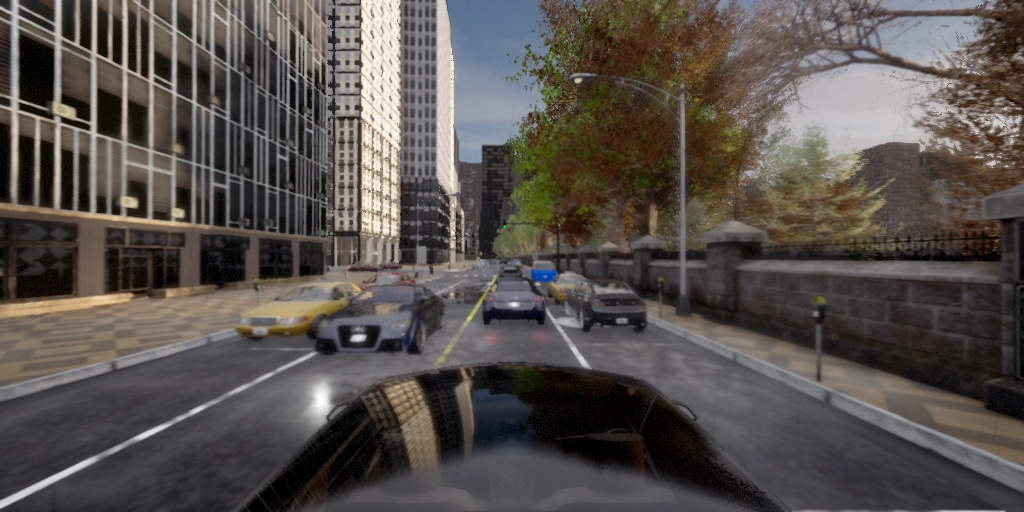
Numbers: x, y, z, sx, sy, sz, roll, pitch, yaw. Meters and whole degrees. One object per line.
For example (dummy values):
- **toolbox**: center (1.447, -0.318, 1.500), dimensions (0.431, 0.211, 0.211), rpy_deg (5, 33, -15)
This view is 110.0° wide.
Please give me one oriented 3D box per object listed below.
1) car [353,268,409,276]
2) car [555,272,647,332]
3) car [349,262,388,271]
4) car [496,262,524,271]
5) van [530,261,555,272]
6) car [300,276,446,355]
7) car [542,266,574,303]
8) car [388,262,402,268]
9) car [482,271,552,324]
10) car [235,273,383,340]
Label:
- **car**: center (-5.518, 1.406, 16.021), dimensions (1.888, 1.381, 4.507), rpy_deg (0, 0, 0)
- **car**: center (2.684, 1.371, 10.966), dimensions (2.007, 1.370, 4.403), rpy_deg (0, 0, 0)
- **car**: center (-18.618, 1.486, 45.870), dimensions (4.207, 1.307, 1.802), rpy_deg (0, 0, 3)
- **car**: center (-0.101, 1.456, 28.129), dimensions (1.837, 1.490, 4.892), rpy_deg (0, 0, -1)
- **van**: center (2.380, 1.289, 27.836), dimensions (1.690, 1.789, 3.998), rpy_deg (0, 0, -1)
- **car**: center (-2.872, 1.368, 8.705), dimensions (1.994, 1.385, 4.181), rpy_deg (0, 0, 0)
- **car**: center (2.647, 1.389, 16.760), dimensions (1.751, 1.417, 4.829), rpy_deg (0, 0, -1)
- **car**: center (-18.676, 1.525, 53.983), dimensions (4.207, 1.307, 1.802), rpy_deg (0, 0, 3)
- **car**: center (0.057, 1.396, 12.381), dimensions (1.994, 1.385, 4.181), rpy_deg (0, 0, 0)
- **car**: center (-5.482, 1.343, 10.208), dimensions (1.751, 1.417, 4.829), rpy_deg (0, 0, 0)
